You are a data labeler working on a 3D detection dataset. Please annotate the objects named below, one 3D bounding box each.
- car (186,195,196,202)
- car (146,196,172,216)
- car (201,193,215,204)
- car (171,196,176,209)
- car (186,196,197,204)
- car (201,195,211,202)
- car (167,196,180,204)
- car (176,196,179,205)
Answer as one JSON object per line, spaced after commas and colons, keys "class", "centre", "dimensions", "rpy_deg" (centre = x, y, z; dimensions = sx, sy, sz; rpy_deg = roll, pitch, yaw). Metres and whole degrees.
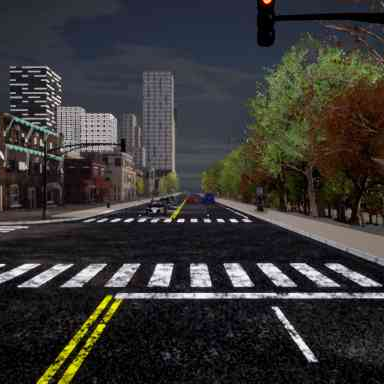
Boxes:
{"class": "car", "centre": [-0.189, 1.510, 74.473], "dimensions": [2.033, 1.411, 5.357], "rpy_deg": [0, 0, 0]}
{"class": "car", "centre": [-3.429, 1.481, 32.982], "dimensions": [2.128, 1.511, 4.902], "rpy_deg": [0, 0, 0]}
{"class": "car", "centre": [3.187, 1.198, 63.834], "dimensions": [2.150, 2.045, 5.566], "rpy_deg": [0, 0, 0]}
{"class": "car", "centre": [-3.449, 1.490, 43.032], "dimensions": [1.837, 1.490, 4.892], "rpy_deg": [0, 0, 0]}
{"class": "car", "centre": [-0.059, 1.540, 64.485], "dimensions": [1.994, 1.385, 4.181], "rpy_deg": [0, 0, -1]}
{"class": "car", "centre": [3.057, 1.448, 74.409], "dimensions": [1.882, 1.535, 5.008], "rpy_deg": [0, 0, 0]}
{"class": "car", "centre": [-3.456, 1.468, 63.562], "dimensions": [2.128, 1.511, 4.902], "rpy_deg": [0, 0, 1]}
{"class": "car", "centre": [-3.467, 1.486, 53.172], "dimensions": [1.837, 1.490, 4.892], "rpy_deg": [0, 0, 0]}
